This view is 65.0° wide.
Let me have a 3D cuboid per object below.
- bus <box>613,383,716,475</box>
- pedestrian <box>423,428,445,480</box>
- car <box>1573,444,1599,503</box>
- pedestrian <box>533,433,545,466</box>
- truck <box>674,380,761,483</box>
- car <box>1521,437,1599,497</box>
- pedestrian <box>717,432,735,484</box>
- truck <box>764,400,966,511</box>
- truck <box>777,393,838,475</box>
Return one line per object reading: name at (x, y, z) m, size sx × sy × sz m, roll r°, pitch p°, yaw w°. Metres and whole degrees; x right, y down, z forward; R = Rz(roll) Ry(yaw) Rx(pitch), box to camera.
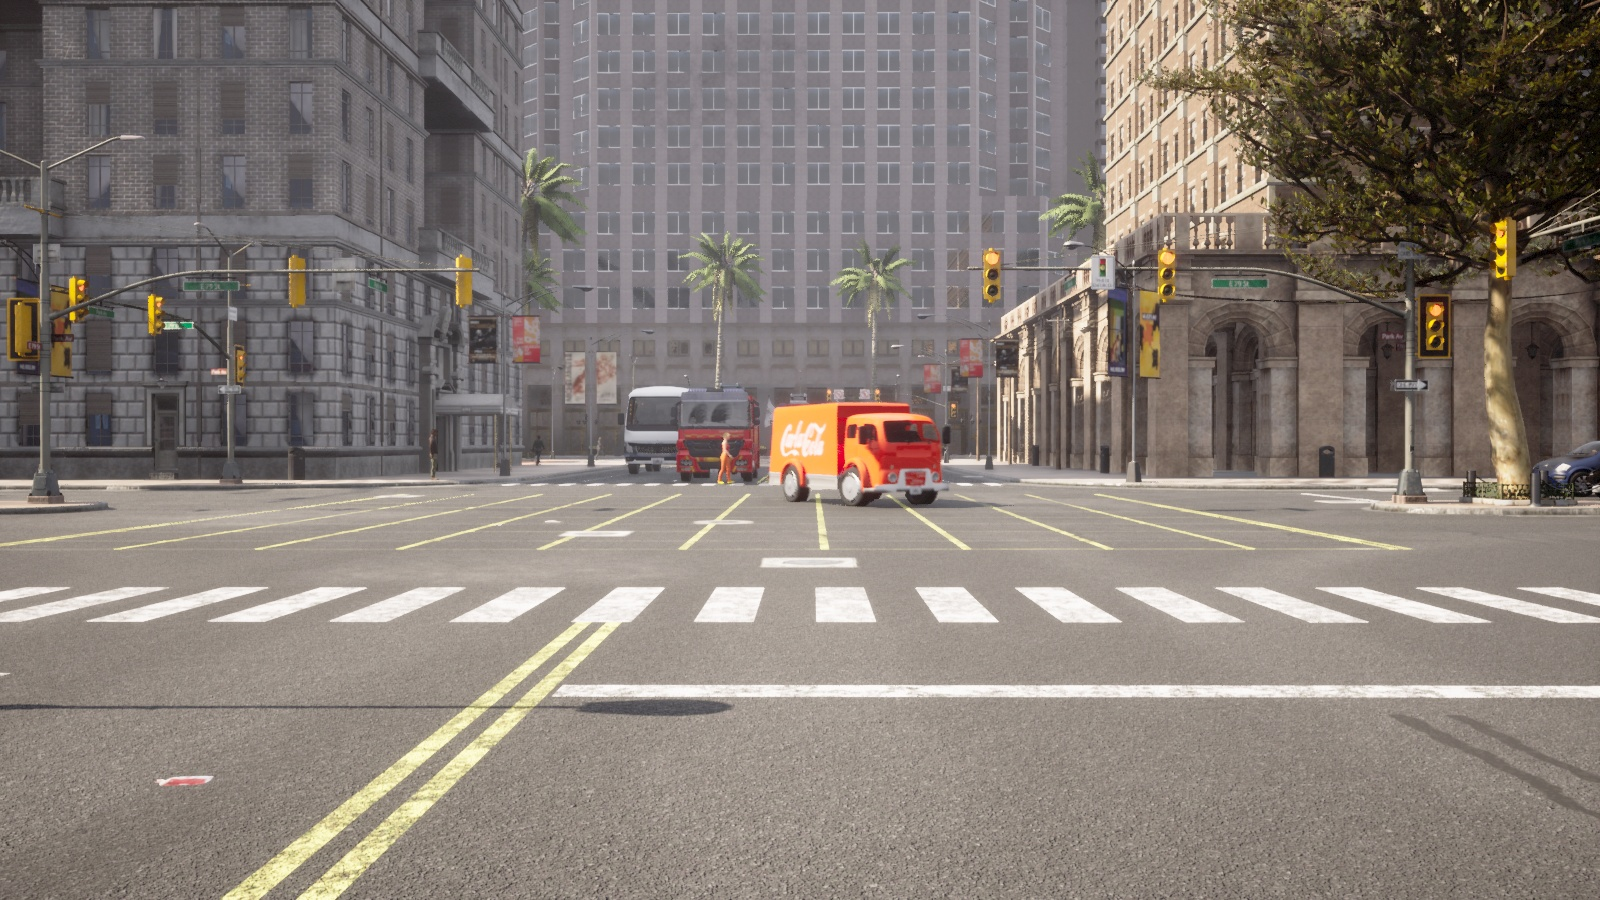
bus at (-6.609, -0.992, 63.170) m, size 3.944 × 4.253 × 10.273 m, roll 0°, pitch 0°, yaw 1°
pedestrian at (-13.169, 0.137, 45.204) m, size 0.703 × 1.840 × 0.431 m, roll 0°, pitch 0°, yaw -5°
car at (22.365, 0.587, 31.353) m, size 4.792 × 1.488 × 2.163 m, roll 0°, pitch 0°, yaw 2°
pedestrian at (-15.315, -0.025, 73.663) m, size 0.423 × 1.949 × 0.788 m, roll 0°, pitch 0°, yaw 9°
truck at (-3.188, -0.708, 50.807) m, size 2.891 × 3.827 × 8.468 m, roll 0°, pitch 0°, yaw 0°
car at (22.559, 0.466, 34.883) m, size 3.988 × 1.617 × 1.851 m, roll 0°, pitch 0°, yaw 1°
pedestrian at (-2.632, 0.281, 44.603) m, size 0.594 × 1.836 × 0.345 m, roll 0°, pitch 0°, yaw 8°
truck at (1.464, 0.086, 30.847) m, size 2.627 × 2.467 × 5.204 m, roll -1°, pitch 1°, yaw -28°
truck at (0.391, -0.775, 63.232) m, size 2.891 × 3.827 × 8.468 m, roll 0°, pitch 0°, yaw 0°
